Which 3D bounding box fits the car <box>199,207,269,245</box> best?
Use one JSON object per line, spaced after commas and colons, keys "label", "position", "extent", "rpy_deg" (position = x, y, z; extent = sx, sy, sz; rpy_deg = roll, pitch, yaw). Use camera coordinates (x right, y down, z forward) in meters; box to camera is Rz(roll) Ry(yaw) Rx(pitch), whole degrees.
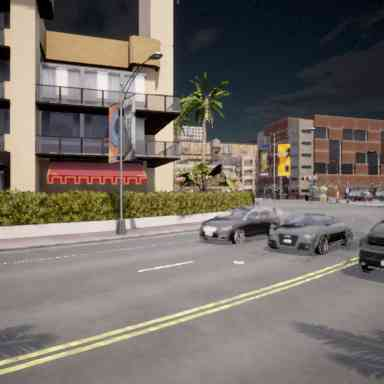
{"label": "car", "position": [2.398, 1.491, 15.792], "extent": [2.128, 1.511, 4.902], "rpy_deg": [0, 0, 44]}

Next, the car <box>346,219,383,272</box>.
{"label": "car", "position": [6.541, 1.505, 9.802], "extent": [4.892, 1.490, 1.837], "rpy_deg": [0, 0, -44]}

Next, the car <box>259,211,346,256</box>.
{"label": "car", "position": [4.794, 1.564, 13.317], "extent": [1.994, 1.385, 4.181], "rpy_deg": [0, 0, 44]}

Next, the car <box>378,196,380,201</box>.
{"label": "car", "position": [44.866, 1.405, 76.308], "extent": [1.816, 1.474, 4.193], "rpy_deg": [0, 0, -17]}
